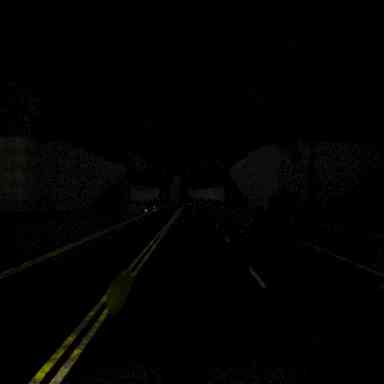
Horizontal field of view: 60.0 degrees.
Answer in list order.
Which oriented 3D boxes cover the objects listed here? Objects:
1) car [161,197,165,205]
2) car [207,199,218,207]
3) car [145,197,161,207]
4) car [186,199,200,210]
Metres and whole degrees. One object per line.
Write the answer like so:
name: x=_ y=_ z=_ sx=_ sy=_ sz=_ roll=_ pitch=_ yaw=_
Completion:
car: x=-6.984 y=1.854 z=71.907 sx=2.097 sy=1.767 sz=4.553 roll=0 pitch=0 yaw=0
car: x=3.614 y=1.901 z=59.052 sx=2.128 sy=1.511 sz=4.902 roll=0 pitch=0 yaw=0
car: x=-7.013 y=1.883 z=58.369 sx=1.882 sy=1.535 sz=5.008 roll=0 pitch=0 yaw=1
car: x=0.112 y=1.852 z=49.960 sx=1.837 sy=1.490 sz=4.892 roll=0 pitch=0 yaw=0
